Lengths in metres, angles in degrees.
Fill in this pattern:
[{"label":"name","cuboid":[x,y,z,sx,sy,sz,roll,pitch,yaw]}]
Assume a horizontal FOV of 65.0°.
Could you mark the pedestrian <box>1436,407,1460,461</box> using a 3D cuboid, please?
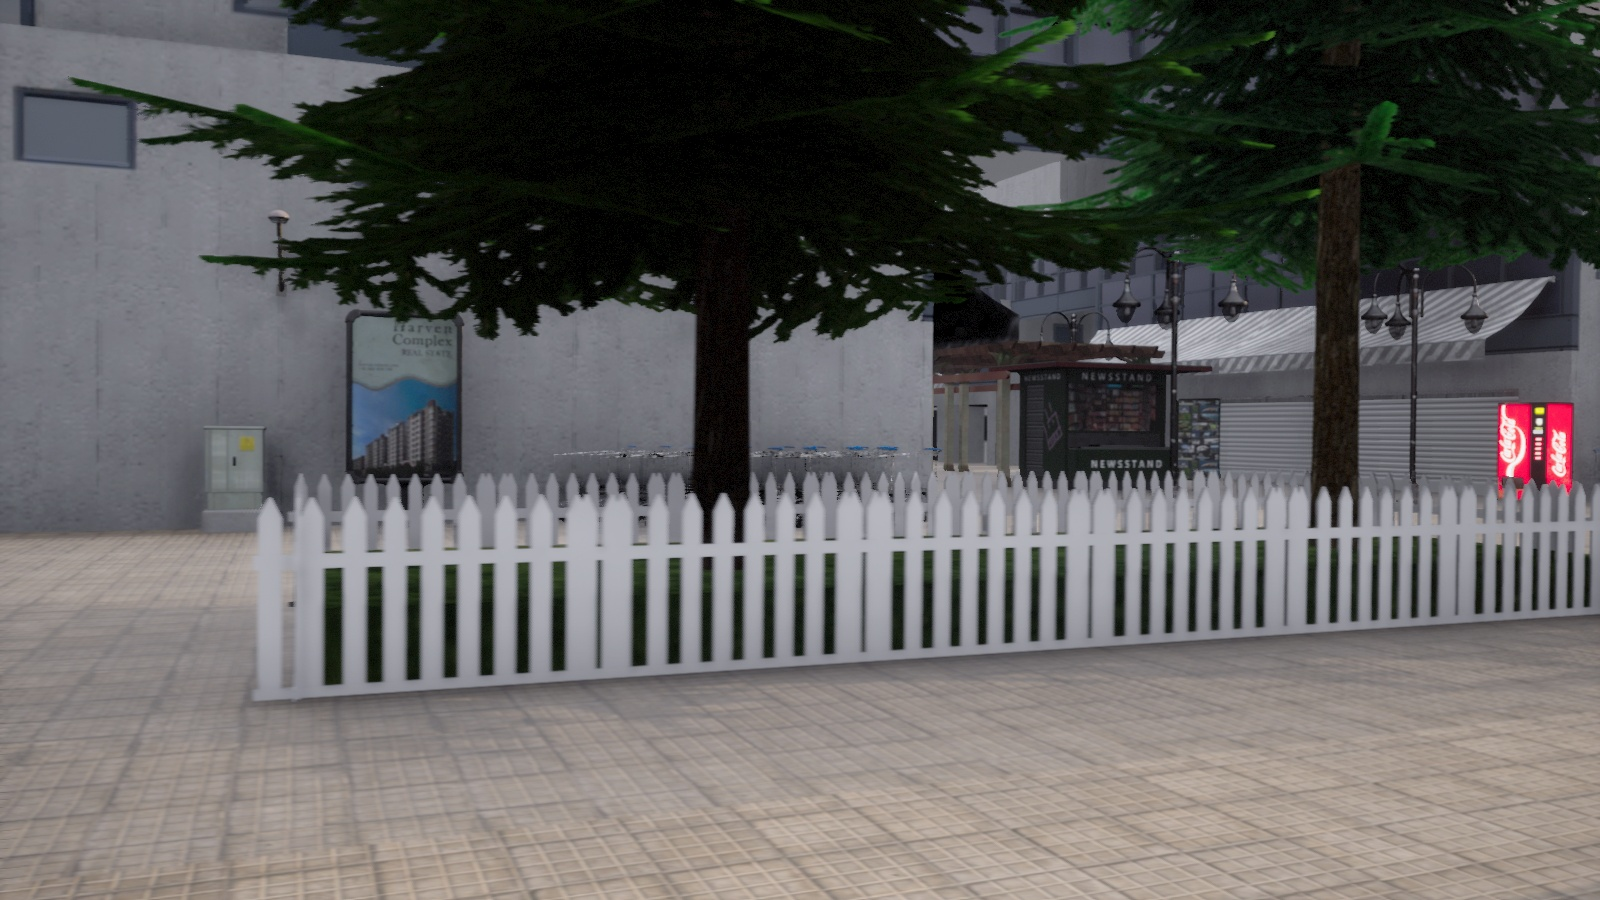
[{"label":"pedestrian","cuboid":[23.369,-0.577,45.289,0.395,1.930,0.692,-1,1,-26]}]
